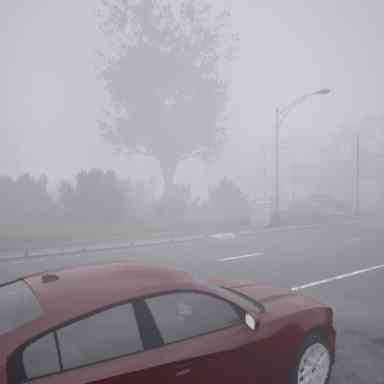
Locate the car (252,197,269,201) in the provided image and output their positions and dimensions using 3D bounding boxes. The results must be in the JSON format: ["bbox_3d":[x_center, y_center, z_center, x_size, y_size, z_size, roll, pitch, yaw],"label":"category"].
[{"bbox_3d":[10.868,1.516,49.651,1.812,1.442,4.674,0,1,-33],"label":"car"}]

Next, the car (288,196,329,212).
[{"bbox_3d":[13.378,1.564,39.140,1.994,1.385,4.181,0,0,-32],"label":"car"}]

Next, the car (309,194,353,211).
[{"bbox_3d":[16.625,1.222,40.550,2.150,2.045,5.566,0,0,-32],"label":"car"}]

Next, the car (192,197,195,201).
[{"bbox_3d":[-0.736,1.457,67.225,1.994,1.385,4.181,0,0,-35],"label":"car"}]

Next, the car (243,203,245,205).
[{"bbox_3d":[6.302,1.460,50.299,1.882,1.535,5.008,0,1,-33],"label":"car"}]

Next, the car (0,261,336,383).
[{"bbox_3d":[-0.549,1.478,3.353,5.008,1.535,1.882,0,0,-35],"label":"car"}]
